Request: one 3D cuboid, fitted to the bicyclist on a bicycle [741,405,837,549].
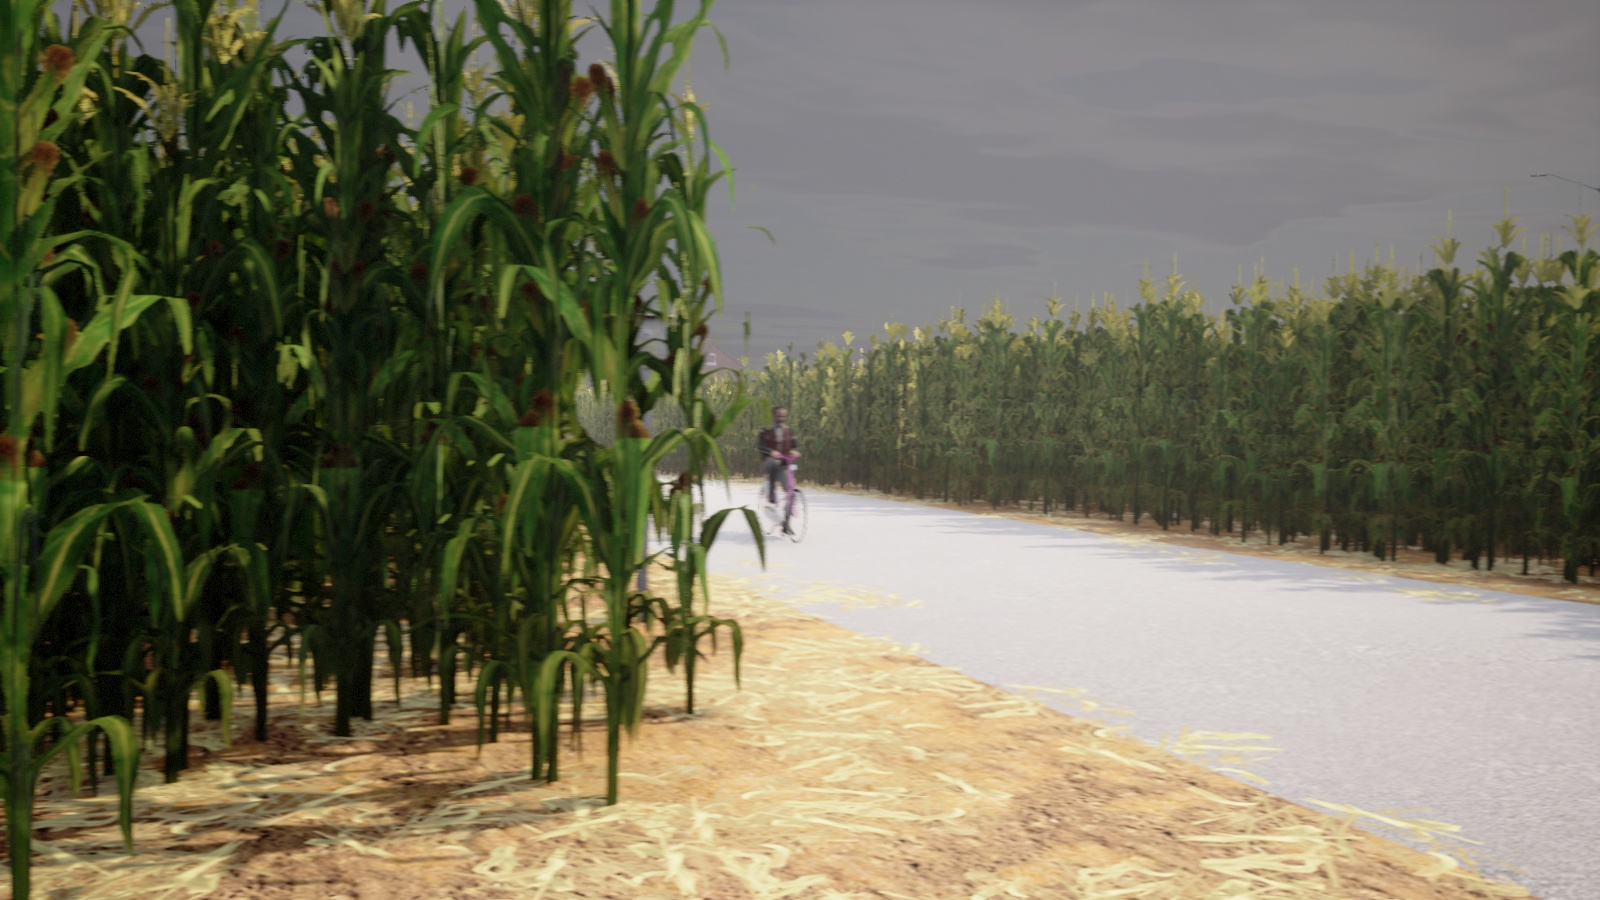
[{"bbox_3d":[-0.176,0.312,16.445,0.659,1.776,1.843,0,1,-21],"label":"bicyclist on a bicycle"}]
